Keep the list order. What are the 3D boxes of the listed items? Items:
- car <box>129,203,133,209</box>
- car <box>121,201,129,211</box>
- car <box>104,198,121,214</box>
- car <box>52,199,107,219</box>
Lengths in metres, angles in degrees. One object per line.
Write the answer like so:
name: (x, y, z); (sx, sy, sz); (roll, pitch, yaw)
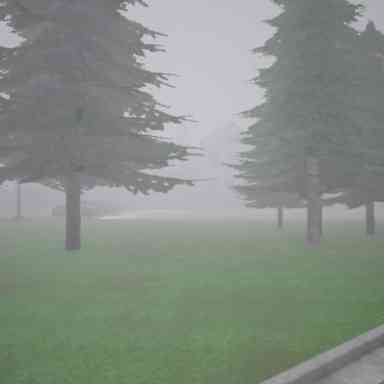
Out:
car: (-9.547, 1.503, 39.525); (4.902, 1.511, 2.128); (0, 0, 3)
car: (-9.968, 1.555, 36.042); (5.357, 1.411, 2.033); (0, 0, 2)
car: (-9.845, 1.522, 32.531); (4.892, 1.490, 1.837); (0, 0, 3)
car: (-9.968, 1.572, 29.037); (4.181, 1.385, 1.994); (0, 0, 3)
